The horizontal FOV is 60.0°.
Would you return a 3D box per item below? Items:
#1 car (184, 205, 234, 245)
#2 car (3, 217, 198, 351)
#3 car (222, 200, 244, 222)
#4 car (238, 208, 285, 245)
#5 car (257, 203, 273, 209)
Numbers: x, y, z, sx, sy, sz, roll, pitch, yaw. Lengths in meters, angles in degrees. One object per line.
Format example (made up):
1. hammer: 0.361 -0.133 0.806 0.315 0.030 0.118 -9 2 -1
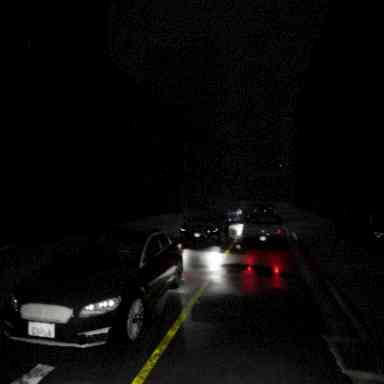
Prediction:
1. car: 0.746 1.578 16.290 1.837 1.490 4.892 1 0 13
2. car: -1.424 1.481 6.579 2.128 1.511 4.902 1 0 11
3. car: 3.230 1.525 27.492 2.097 1.767 4.553 1 0 11
4. car: 3.574 1.742 16.608 1.895 1.301 4.718 1 0 12
5. car: 9.123 1.969 41.512 1.895 1.301 4.718 1 0 13
